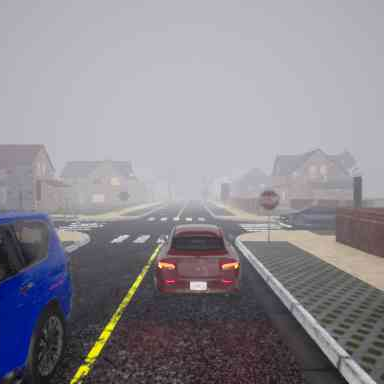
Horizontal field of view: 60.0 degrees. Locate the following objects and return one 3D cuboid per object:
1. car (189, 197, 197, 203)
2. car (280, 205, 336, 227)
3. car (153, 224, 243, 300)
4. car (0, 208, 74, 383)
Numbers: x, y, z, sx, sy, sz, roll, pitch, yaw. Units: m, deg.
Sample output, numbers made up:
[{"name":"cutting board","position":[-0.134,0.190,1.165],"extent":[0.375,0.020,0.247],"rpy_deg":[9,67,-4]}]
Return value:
[{"name":"car","position":[0.182,1.807,75.308],"extent":[2.033,1.411,5.357],"rpy_deg":[0,0,0]},{"name":"car","position":[8.317,1.626,23.211],"extent":[4.181,1.385,1.994],"rpy_deg":[0,0,-3]},{"name":"car","position":[0.124,1.526,8.294],"extent":[1.812,1.442,4.674],"rpy_deg":[0,0,0]},{"name":"car","position":[-2.749,1.221,2.408],"extent":[2.150,2.045,5.566],"rpy_deg":[0,0,2]}]
